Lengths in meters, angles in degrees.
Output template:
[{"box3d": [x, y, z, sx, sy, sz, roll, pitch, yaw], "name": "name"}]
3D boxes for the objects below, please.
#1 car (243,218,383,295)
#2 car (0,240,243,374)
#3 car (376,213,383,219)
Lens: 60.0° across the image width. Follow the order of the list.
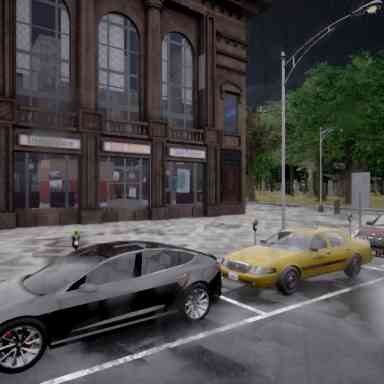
[{"box3d": [2.861, 1.525, 8.691, 4.829, 1.417, 1.752, 0, 0, -36], "name": "car"}, {"box3d": [-1.427, 1.566, 5.631, 4.313, 1.339, 1.947, 0, 0, -36], "name": "car"}, {"box3d": [7.425, 1.441, 11.948, 4.097, 1.590, 1.967, 0, 0, -36], "name": "car"}]
